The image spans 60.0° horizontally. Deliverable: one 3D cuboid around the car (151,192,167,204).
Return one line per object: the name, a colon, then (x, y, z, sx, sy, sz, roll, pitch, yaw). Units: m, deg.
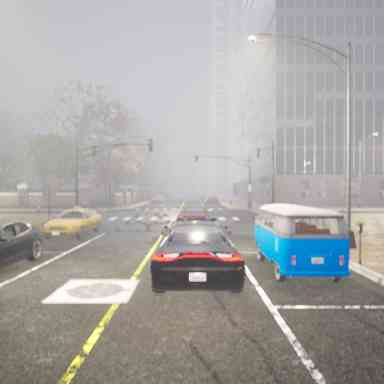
car: (-5.566, 1.177, 53.065, 1.887, 1.381, 4.507, 0, 0, 0)

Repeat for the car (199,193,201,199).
car: (2.867, 1.036, 75.773, 1.947, 1.339, 4.313, 0, 0, 0)

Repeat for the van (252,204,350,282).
van: (2.796, 1.277, 9.242, 1.690, 1.788, 3.998, 0, 0, 0)

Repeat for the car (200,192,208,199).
car: (2.881, 0.866, 81.453, 1.967, 1.590, 4.097, 0, 0, 0)

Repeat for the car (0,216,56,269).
car: (-5.748, 1.502, 9.262, 1.947, 1.339, 4.313, 0, 0, 0)

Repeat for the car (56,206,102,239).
car: (-5.779, 1.411, 16.496, 1.752, 1.417, 4.829, 0, 0, 0)

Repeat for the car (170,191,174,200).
car: (-5.526, 0.827, 70.113, 2.192, 1.841, 5.009, 0, 0, 0)

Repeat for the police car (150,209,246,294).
police car: (0.119, 1.442, 8.767, 2.038, 1.542, 4.974, 0, 0, 0)

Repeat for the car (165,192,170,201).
car: (-5.553, 1.143, 58.748, 2.008, 1.369, 4.403, 0, 0, 0)

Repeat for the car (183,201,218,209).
car: (0.143, 1.437, 18.394, 1.994, 1.385, 4.181, 0, 0, 0)

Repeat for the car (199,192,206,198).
car: (2.908, 0.857, 92.989, 1.752, 1.417, 4.829, 0, 0, 0)

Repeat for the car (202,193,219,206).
car: (2.802, 1.112, 47.368, 1.967, 1.590, 4.097, 0, 0, 0)
